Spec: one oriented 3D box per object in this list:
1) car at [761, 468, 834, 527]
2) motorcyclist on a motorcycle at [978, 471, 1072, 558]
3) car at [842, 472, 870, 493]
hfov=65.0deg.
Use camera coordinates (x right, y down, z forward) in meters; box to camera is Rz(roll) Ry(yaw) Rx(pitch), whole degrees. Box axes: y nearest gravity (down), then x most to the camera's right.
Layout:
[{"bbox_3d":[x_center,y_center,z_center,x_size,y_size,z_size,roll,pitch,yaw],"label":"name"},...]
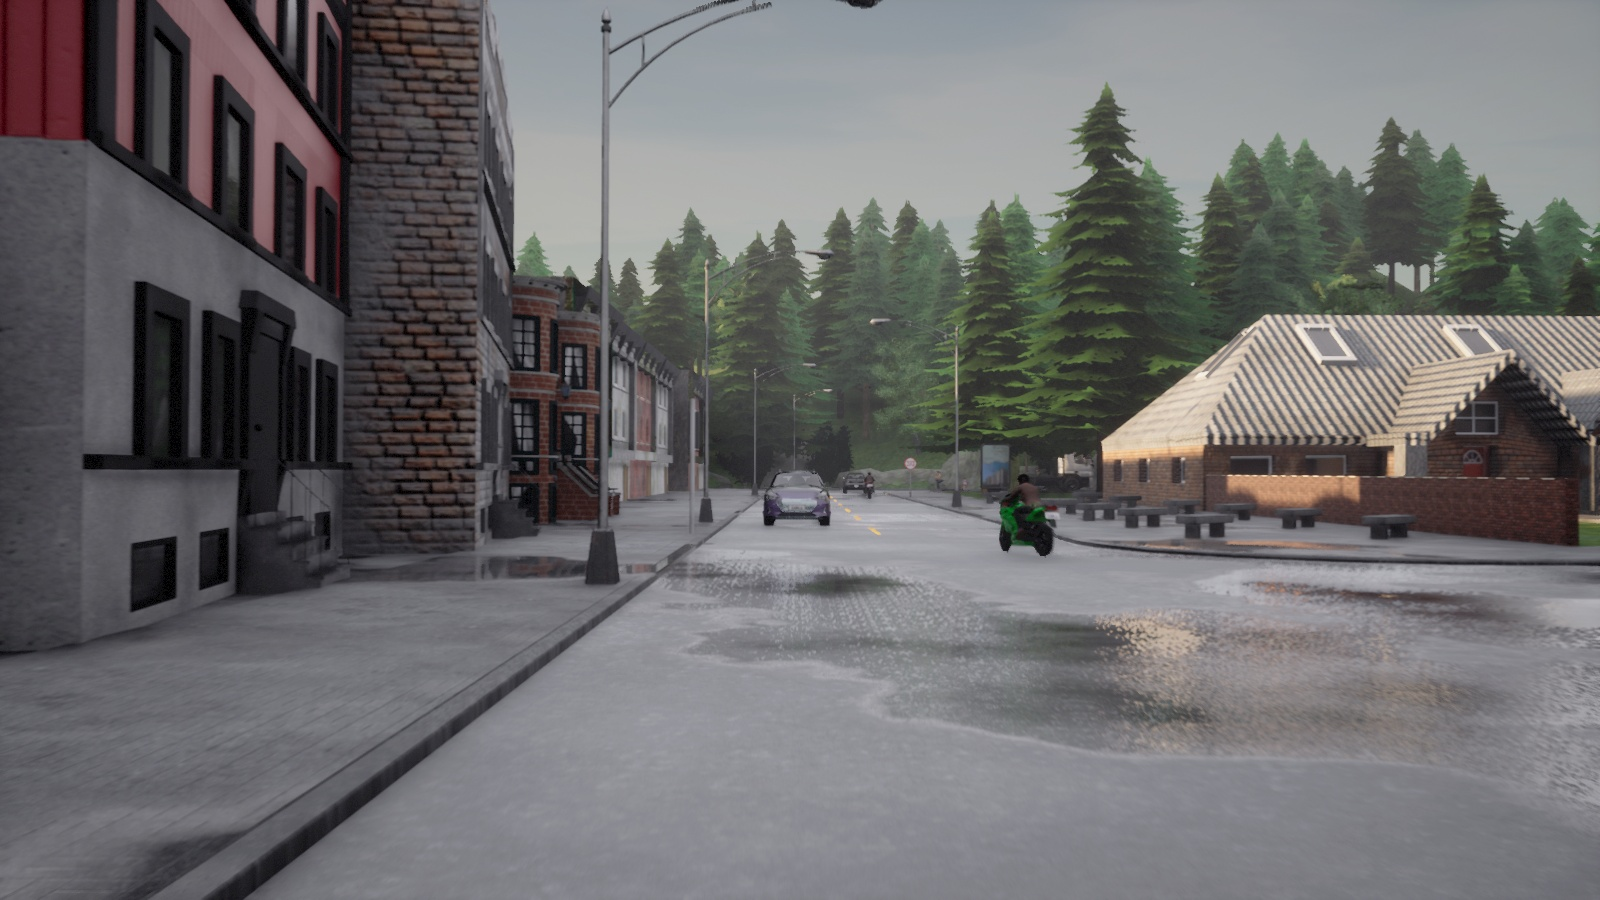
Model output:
[{"bbox_3d":[-0.081,1.375,37.609,2.033,1.649,4.856,0,-1,0],"label":"car"},{"bbox_3d":[4.166,1.172,23.427,0.797,1.523,2.044,3,-2,-19],"label":"motorcyclist on a motorcycle"},{"bbox_3d":[3.947,2.306,89.184,1.816,1.474,4.193,0,-1,1],"label":"car"}]
